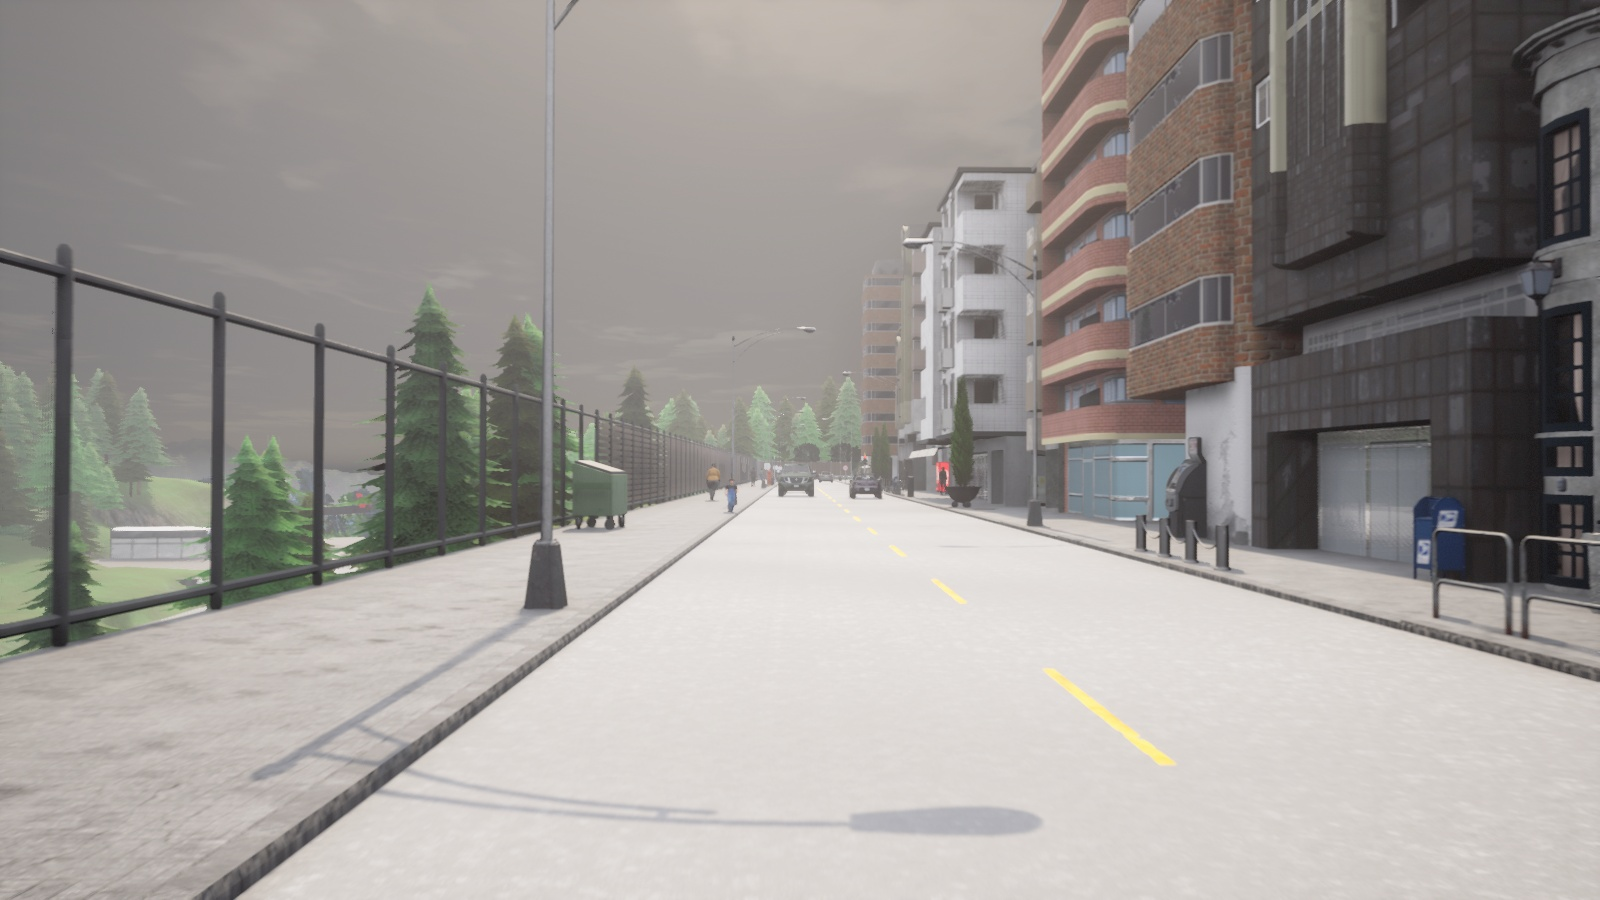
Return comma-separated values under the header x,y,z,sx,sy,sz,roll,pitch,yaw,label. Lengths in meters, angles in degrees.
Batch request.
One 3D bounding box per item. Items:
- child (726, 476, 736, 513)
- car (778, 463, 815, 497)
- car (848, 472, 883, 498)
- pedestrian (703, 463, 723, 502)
x,y,z,sx,sy,sz,roll,pitch,yaw,label
-2.375,1.542,43.492,0.270,1.263,0.437,0,-1,-14,child
-0.215,1.827,77.190,2.150,2.045,5.566,0,-1,0,car
3.796,2.038,73.193,1.816,1.474,4.193,0,-1,0,car
-4.214,1.560,60.854,0.874,1.855,0.900,0,-1,0,pedestrian
